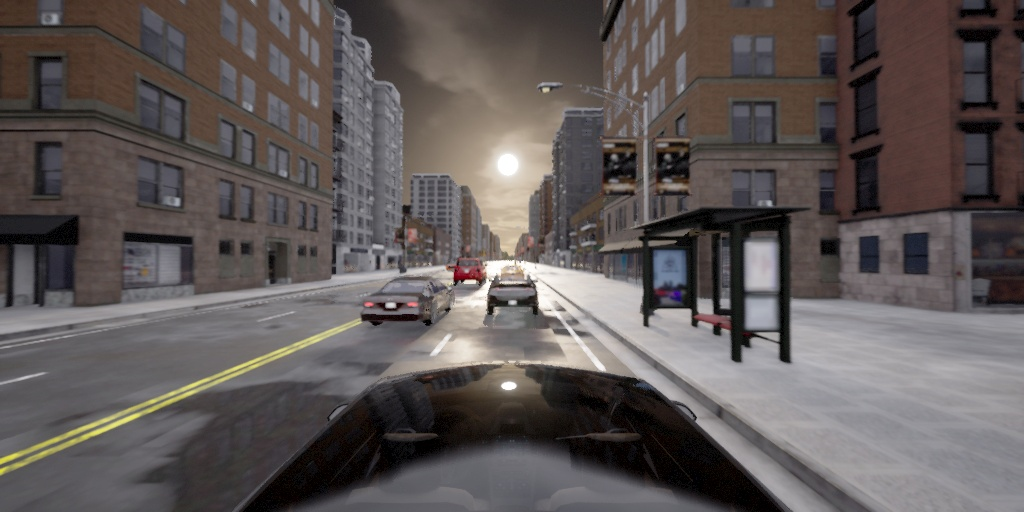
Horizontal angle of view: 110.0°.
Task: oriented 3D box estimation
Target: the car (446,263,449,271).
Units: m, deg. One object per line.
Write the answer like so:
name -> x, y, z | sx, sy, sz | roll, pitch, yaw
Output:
car -> -9.791, 1.609, 60.547 | 2.097, 1.767, 4.553 | 0, -1, 1

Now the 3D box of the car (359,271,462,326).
car -> -3.223, 1.385, 12.093 | 2.033, 1.411, 5.357 | 0, 0, 1

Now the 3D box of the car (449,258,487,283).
car -> -3.213, 1.198, 28.202 | 2.150, 2.045, 5.566 | 0, 0, 0

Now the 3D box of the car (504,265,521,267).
car -> 0.057, 1.472, 30.442 | 1.882, 1.535, 5.008 | 0, 0, 0

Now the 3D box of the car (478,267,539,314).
car -> 0.046, 1.348, 14.279 | 2.128, 1.511, 4.902 | 0, 0, 1
